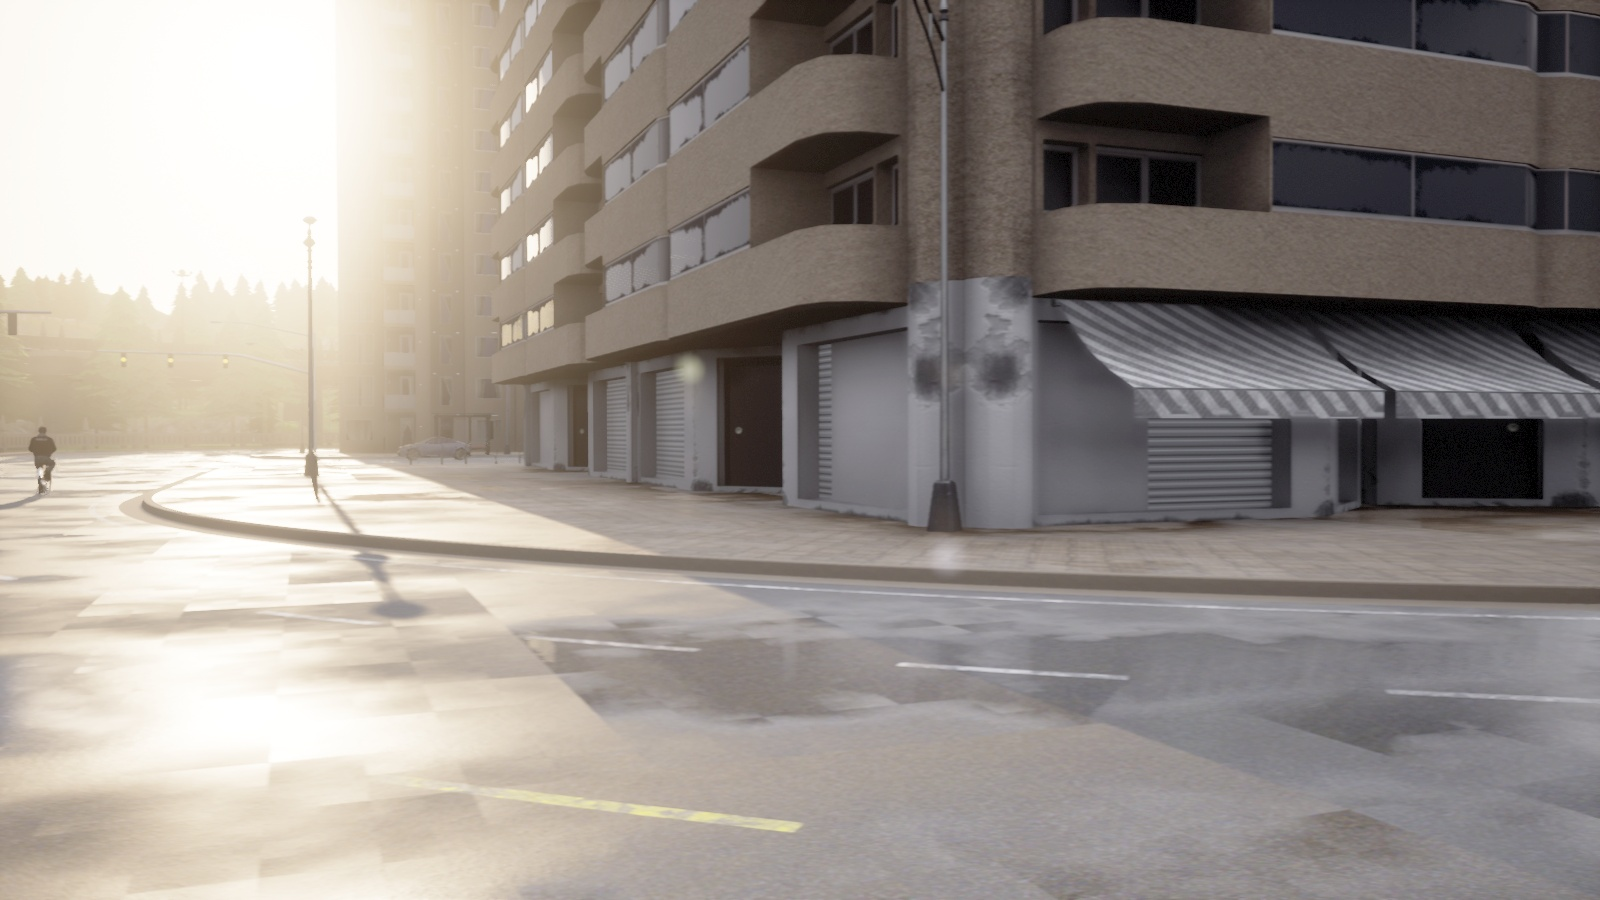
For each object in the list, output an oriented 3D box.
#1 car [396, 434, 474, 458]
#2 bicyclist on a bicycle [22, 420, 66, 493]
[{"bbox_3d":[-21.369,-0.259,73.507,4.181,1.385,1.994,0,1,-22],"label":"car"},{"bbox_3d":[-19.044,0.139,31.665,0.659,1.776,1.843,0,1,-22],"label":"bicyclist on a bicycle"}]
